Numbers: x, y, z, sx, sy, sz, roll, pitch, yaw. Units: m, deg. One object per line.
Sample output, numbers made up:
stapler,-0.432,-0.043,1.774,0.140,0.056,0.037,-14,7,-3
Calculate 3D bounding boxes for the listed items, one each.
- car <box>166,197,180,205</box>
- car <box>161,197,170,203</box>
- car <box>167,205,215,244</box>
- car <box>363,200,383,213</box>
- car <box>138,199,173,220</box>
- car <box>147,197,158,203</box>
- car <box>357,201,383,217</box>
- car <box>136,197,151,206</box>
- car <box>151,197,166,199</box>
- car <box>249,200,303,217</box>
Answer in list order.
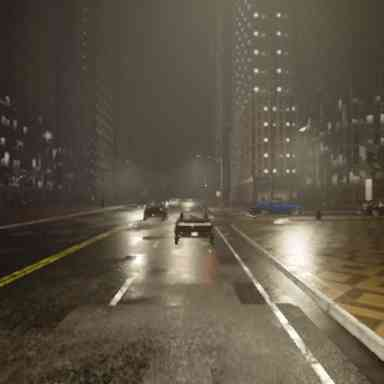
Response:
car,-3.126,1.934,58.776,1.812,1.442,4.674,0,0,0
car,-6.467,1.946,82.302,1.812,1.442,4.674,0,0,0
car,0.108,1.607,16.578,2.128,1.511,4.902,0,0,0
car,21.978,1.596,37.216,4.829,1.417,1.752,-1,-1,-1
car,-3.144,1.679,29.578,2.128,1.511,4.902,0,0,0
car,-9.718,1.947,82.297,2.128,1.511,4.902,0,0,0
car,16.694,1.479,28.770,4.403,1.369,2.008,-1,-1,-1
car,-9.727,2.015,66.057,1.994,1.385,4.181,0,0,0
car,-6.480,1.960,66.060,1.837,1.490,4.892,0,0,0
car,7.962,1.553,31.582,5.008,1.535,1.882,-1,-4,-7
